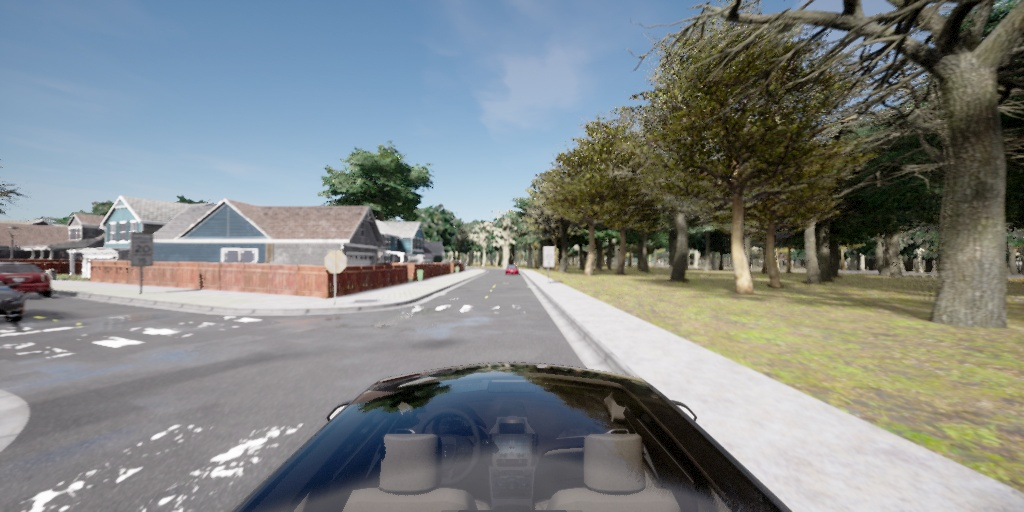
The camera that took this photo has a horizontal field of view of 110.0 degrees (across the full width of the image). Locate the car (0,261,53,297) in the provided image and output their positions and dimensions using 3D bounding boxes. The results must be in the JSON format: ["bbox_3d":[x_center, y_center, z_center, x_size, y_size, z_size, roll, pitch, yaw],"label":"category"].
[{"bbox_3d":[-24.392,1.087,17.155,4.553,1.767,2.097,0,-1,23],"label":"car"}]

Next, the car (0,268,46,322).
[{"bbox_3d":[-16.531,1.216,10.576,4.902,1.511,2.128,0,-1,23],"label":"car"}]

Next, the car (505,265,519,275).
[{"bbox_3d":[0.007,2.071,53.020,1.994,1.385,4.181,0,-1,1],"label":"car"}]
